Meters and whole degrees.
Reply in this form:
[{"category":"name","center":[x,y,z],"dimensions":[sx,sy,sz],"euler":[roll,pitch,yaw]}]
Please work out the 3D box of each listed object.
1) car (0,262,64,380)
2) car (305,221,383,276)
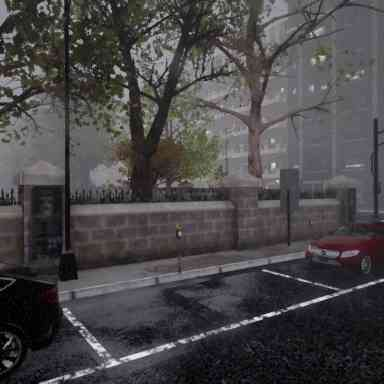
[{"category":"car","center":[-3.791,1.566,3.886],"dimensions":[4.313,1.339,1.947],"euler":[0,0,-35]},{"category":"car","center":[5.279,1.581,10.232],"dimensions":[4.206,1.307,1.802],"euler":[0,0,-35]}]
